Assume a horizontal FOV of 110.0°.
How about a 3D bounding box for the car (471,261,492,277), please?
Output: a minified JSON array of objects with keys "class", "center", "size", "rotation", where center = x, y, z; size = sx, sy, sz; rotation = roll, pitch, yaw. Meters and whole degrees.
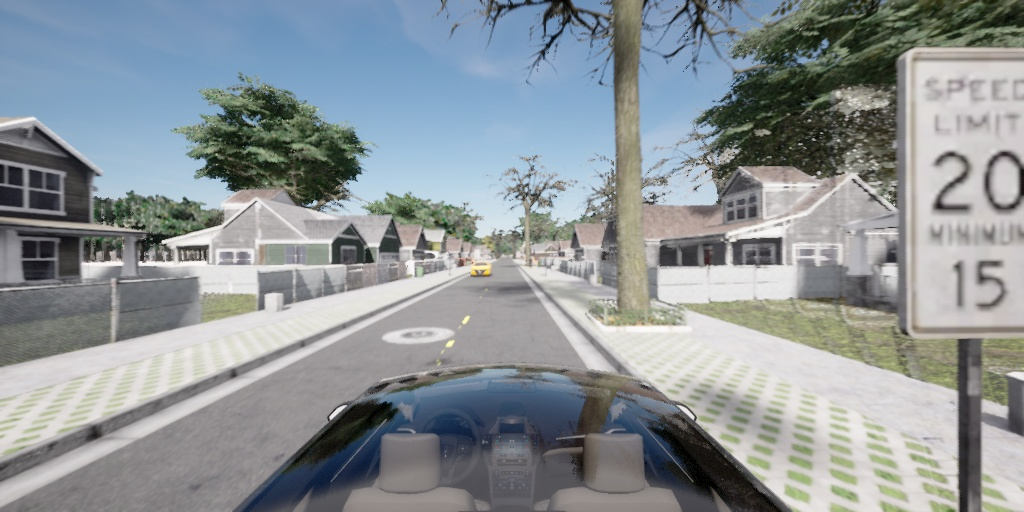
[{"class":"car","center":[-3.055,1.249,36.256],"size":[1.882,1.535,5.008],"rotation":[0,0,-1]}]
